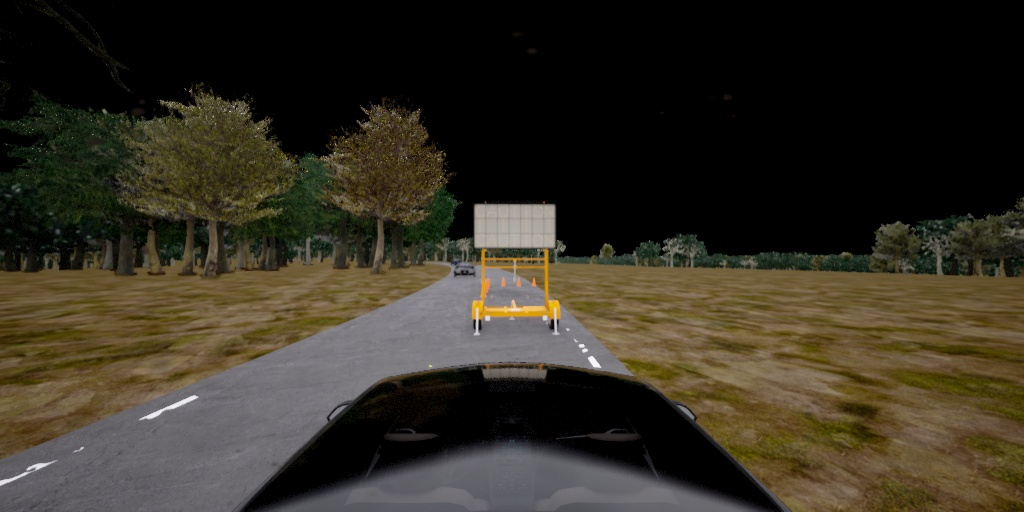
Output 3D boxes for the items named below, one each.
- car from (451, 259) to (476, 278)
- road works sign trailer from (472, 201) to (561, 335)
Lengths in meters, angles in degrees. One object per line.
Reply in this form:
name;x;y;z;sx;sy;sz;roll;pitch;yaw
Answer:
car;-4.391;1.287;33.741;1.994;1.385;4.181;0;0;-6
road works sign trailer;0.079;0.206;10.448;2.380;3.560;2.880;0;0;-2
